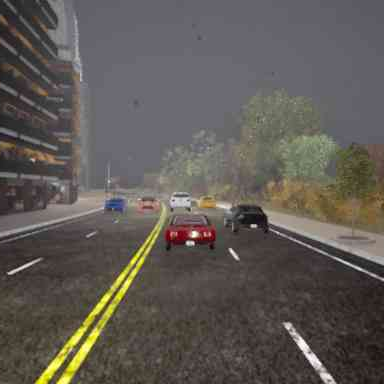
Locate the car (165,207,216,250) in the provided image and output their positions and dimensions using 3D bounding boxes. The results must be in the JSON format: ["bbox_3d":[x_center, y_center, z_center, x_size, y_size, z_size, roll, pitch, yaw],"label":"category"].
[{"bbox_3d":[-0.118,1.542,14.123,1.895,1.301,4.718,0,0,-2],"label":"car"}]

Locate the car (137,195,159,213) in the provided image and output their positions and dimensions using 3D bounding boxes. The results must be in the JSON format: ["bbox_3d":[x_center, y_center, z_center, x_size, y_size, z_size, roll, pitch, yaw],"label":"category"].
[{"bbox_3d":[-4.494,1.254,34.582,2.097,1.767,4.553,0,0,-4],"label":"car"}]

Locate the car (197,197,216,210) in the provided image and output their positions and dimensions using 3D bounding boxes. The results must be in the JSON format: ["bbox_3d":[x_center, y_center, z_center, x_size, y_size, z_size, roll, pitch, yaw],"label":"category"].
[{"bbox_3d":[1.698,1.300,39.801,1.882,1.535,5.008,0,0,-5],"label":"car"}]

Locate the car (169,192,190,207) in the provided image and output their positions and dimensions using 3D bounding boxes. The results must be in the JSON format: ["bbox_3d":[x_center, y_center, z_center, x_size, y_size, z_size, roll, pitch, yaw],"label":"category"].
[{"bbox_3d":[-1.393,1.059,37.883,2.150,2.045,5.566,0,0,-5],"label":"car"}]

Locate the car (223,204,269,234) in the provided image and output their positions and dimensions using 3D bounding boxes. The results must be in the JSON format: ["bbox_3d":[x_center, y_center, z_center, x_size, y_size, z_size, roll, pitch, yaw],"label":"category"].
[{"bbox_3d":[2.956,1.420,18.747,1.837,1.490,4.892,0,0,-2],"label":"car"}]

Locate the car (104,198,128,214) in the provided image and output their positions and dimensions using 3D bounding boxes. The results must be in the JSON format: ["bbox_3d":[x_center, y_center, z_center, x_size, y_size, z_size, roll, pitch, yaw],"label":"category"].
[{"bbox_3d":[-7.730,1.359,34.265,1.882,1.535,5.008,0,0,-4],"label":"car"}]
